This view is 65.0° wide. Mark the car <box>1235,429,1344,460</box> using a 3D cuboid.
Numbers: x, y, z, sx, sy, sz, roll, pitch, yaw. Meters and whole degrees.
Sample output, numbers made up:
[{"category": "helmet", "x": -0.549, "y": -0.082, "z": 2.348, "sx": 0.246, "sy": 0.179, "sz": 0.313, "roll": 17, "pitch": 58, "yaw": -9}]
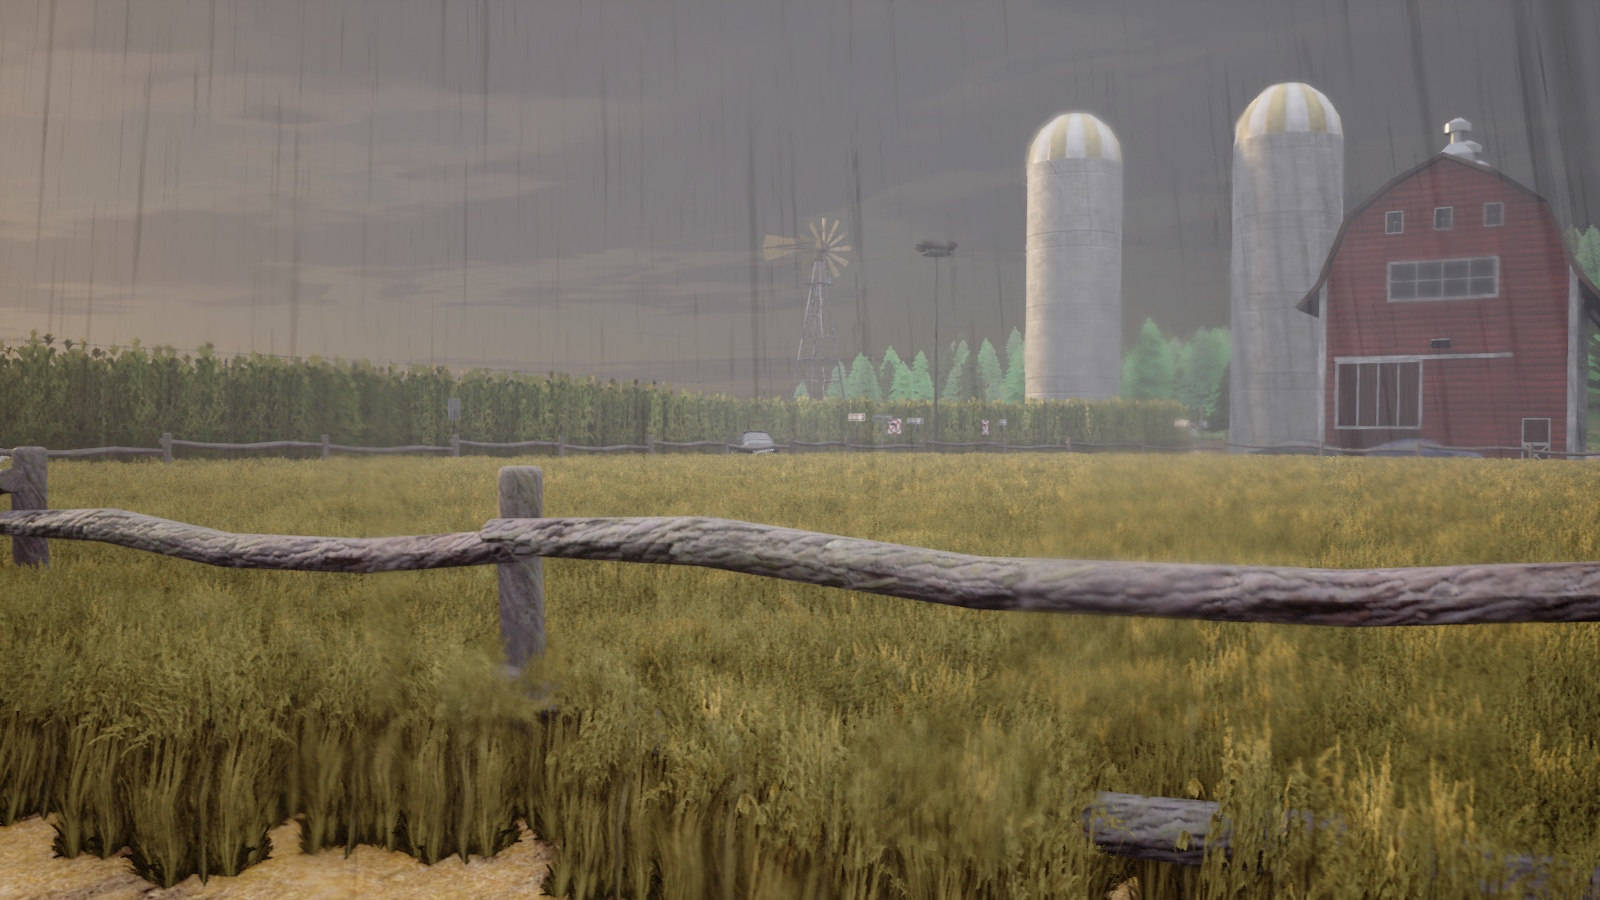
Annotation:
[{"category": "car", "x": 23.698, "y": -0.276, "z": 60.829, "sx": 4.674, "sy": 1.442, "sz": 1.812, "roll": 0, "pitch": 1, "yaw": 30}]

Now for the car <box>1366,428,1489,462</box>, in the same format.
[{"category": "car", "x": 27.296, "y": -0.230, "z": 54.696, "sx": 4.674, "sy": 1.442, "sz": 1.812, "roll": 0, "pitch": 1, "yaw": 31}]

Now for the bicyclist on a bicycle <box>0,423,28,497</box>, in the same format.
[{"category": "bicyclist on a bicycle", "x": -19.772, "y": 0.240, "z": 30.302, "sx": 0.659, "sy": 1.776, "sz": 1.843, "roll": 0, "pitch": 0, "yaw": 34}]

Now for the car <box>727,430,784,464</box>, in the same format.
[{"category": "car", "x": -2.332, "y": -0.171, "z": 64.862, "sx": 2.033, "sy": 1.649, "sz": 4.856, "roll": -1, "pitch": 1, "yaw": -13}]
